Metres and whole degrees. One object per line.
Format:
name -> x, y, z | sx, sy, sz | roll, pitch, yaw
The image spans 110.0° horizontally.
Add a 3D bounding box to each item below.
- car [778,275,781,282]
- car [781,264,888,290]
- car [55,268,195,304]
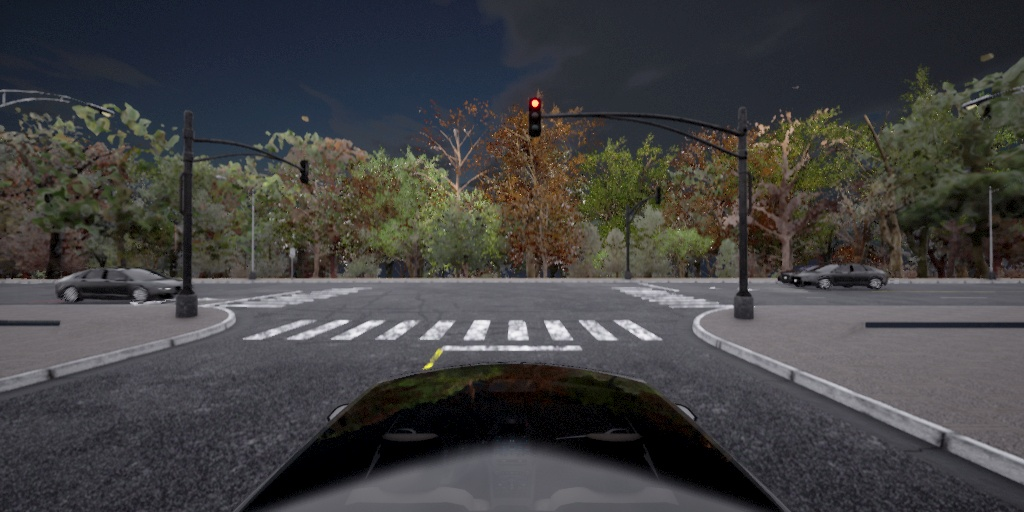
car -> 20.747, 1.311, 24.559 | 4.181, 1.385, 1.994 | 0, -1, 1
car -> 19.328, 1.218, 21.339 | 4.892, 1.490, 1.837 | 0, -1, 1
car -> -16.412, 1.262, 15.366 | 4.892, 1.490, 1.837 | 0, -1, 1
